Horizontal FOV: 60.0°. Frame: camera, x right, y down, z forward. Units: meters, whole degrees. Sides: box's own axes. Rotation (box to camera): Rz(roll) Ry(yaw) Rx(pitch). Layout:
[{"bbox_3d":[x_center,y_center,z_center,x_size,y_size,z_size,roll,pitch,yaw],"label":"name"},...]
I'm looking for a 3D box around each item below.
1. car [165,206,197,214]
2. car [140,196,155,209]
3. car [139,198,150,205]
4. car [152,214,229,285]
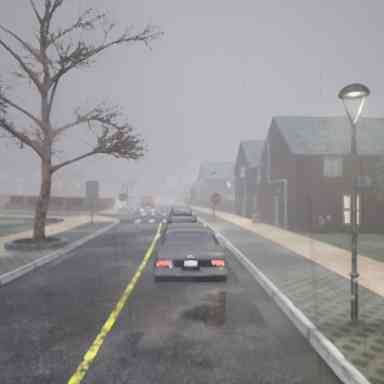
[{"bbox_3d":[-0.674,1.641,21.047,2.128,1.511,4.902,0,0,-3],"label":"car"},{"bbox_3d":[-7.243,1.595,53.937,2.150,2.045,5.566,0,0,-9],"label":"car"},{"bbox_3d":[-9.917,1.974,69.218,1.837,1.490,4.892,0,0,-12],"label":"car"},{"bbox_3d":[-0.112,1.617,9.720,2.033,1.411,5.357,0,0,-2],"label":"car"}]
